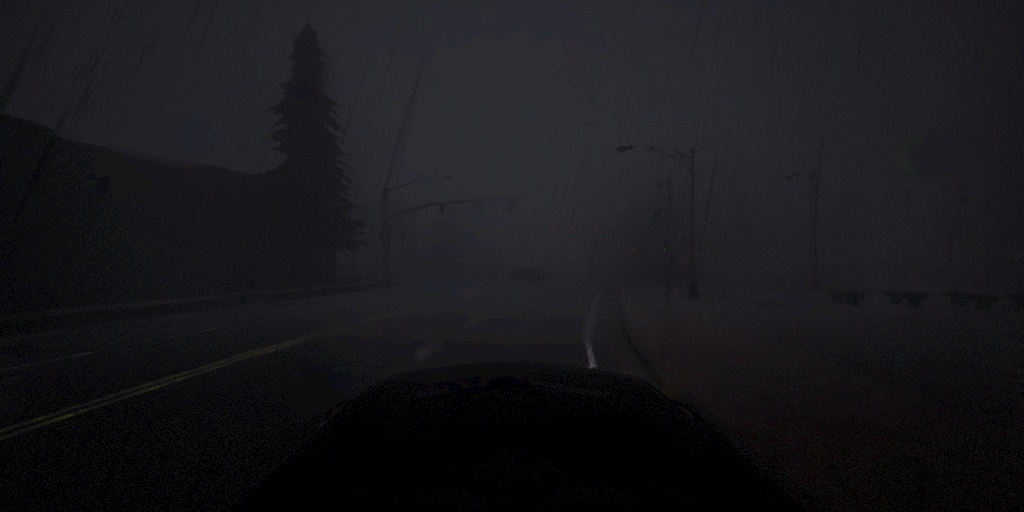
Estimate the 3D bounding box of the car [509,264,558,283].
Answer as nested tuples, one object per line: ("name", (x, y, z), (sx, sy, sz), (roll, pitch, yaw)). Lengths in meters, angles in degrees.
("car", (1.797, 1.740, 33.355), (4.181, 1.385, 1.994), (0, -1, 16))
